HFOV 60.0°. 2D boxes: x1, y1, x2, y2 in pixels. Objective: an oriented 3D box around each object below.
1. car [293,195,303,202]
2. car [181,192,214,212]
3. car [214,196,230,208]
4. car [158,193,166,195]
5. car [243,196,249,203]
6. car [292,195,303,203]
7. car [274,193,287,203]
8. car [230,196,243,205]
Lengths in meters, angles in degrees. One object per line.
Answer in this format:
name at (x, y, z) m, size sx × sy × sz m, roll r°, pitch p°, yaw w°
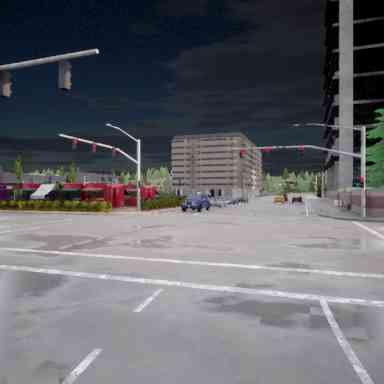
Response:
car at (24.658, 1.525, 77.345) m, size 2.128 × 1.511 × 4.902 m, roll 0°, pitch 0°, yaw 19°
car at (0.554, 1.221, 39.292) m, size 2.150 × 2.045 × 5.566 m, roll 0°, pitch 0°, yaw 19°
car at (3.693, 1.601, 48.537) m, size 1.895 × 1.301 × 4.718 m, roll 0°, pitch 0°, yaw 19°
car at (-8.052, 1.209, 81.411) m, size 4.605 × 1.855 × 1.932 m, roll 0°, pitch 0°, yaw 19°
car at (10.270, 1.547, 67.649) m, size 2.033 × 1.411 × 5.357 m, roll 0°, pitch 0°, yaw 19°
car at (21.376, 1.478, 67.598) m, size 1.882 × 1.535 × 5.008 m, roll 0°, pitch 0°, yaw 19°
car at (18.161, 1.478, 68.999) m, size 1.882 × 1.535 × 5.008 m, roll 0°, pitch 0°, yaw 19°
car at (6.807, 1.491, 57.658) m, size 2.128 × 1.511 × 4.902 m, roll 0°, pitch 0°, yaw 19°
